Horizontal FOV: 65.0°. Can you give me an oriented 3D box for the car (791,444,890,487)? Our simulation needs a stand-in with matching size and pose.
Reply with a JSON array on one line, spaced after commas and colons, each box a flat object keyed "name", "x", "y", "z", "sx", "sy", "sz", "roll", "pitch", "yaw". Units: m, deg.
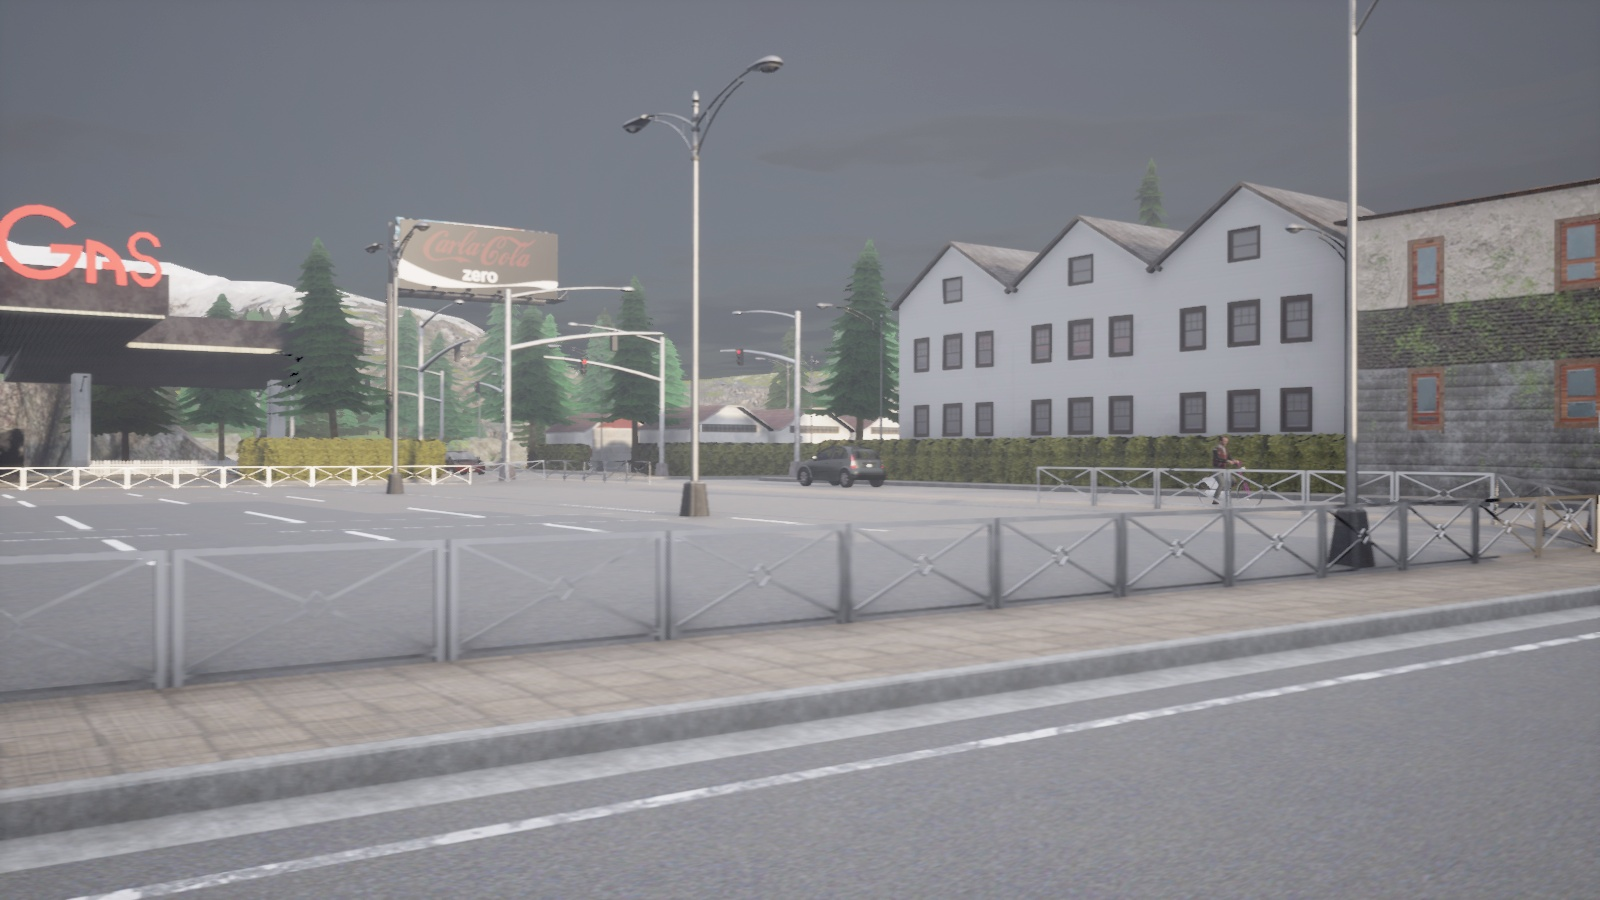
[{"name": "car", "x": 1.536, "y": 0.584, "z": 49.206, "sx": 1.851, "sy": 1.617, "sz": 3.988, "roll": 0, "pitch": 0, "yaw": -35}]

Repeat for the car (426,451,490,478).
[{"name": "car", "x": -20.355, "y": 0.866, "z": 74.678, "sx": 2.163, "sy": 1.488, "sz": 4.792, "roll": -1, "pitch": 0, "yaw": -35}]

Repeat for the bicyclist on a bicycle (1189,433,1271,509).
[{"name": "bicyclist on a bicycle", "x": 10.360, "y": 0.491, "z": 30.311, "sx": 0.659, "sy": 1.776, "sz": 1.843, "roll": 0, "pitch": 0, "yaw": -35}]
